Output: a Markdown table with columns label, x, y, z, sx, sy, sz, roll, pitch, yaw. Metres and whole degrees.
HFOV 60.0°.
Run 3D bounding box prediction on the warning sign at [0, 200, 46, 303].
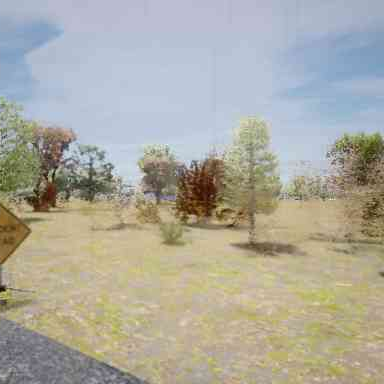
| label | x | y | z | sx | sy | sz | roll | pitch | yaw |
| --- | --- | --- | --- | --- | --- | --- | --- | --- | --- |
| warning sign | -3.852 | 1.121 | 6.669 | 1.060 | 1.860 | 1.300 | 0 | 0 | 35 |
